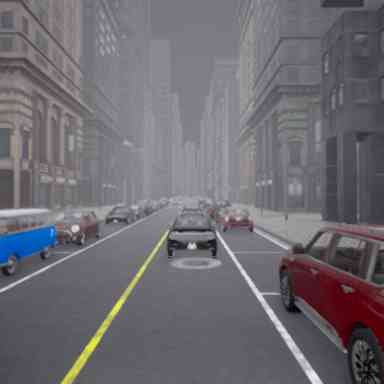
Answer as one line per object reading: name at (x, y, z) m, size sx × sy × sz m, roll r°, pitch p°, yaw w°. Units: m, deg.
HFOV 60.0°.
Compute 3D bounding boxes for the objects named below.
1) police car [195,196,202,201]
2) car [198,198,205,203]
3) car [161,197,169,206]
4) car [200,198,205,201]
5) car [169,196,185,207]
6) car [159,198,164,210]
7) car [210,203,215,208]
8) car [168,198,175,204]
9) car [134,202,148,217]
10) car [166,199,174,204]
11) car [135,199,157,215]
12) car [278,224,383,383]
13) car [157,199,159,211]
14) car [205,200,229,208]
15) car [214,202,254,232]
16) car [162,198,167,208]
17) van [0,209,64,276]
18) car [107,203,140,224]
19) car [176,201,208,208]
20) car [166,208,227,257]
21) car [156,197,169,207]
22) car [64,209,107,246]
police car at (2.356, 2.214, 77.080) m, size 1.930 × 1.638 × 5.238 m, roll 0°, pitch -1°, yaw 0°
car at (2.753, 2.498, 94.663) m, size 1.752 × 1.417 × 4.829 m, roll 0°, pitch -1°, yaw 0°
car at (-5.767, 2.063, 60.875) m, size 1.967 × 1.590 × 4.097 m, roll 0°, pitch -1°, yaw 0°
car at (2.758, 2.110, 55.280) m, size 1.887 × 1.381 × 4.507 m, roll 0°, pitch -1°, yaw 0°
car at (-3.029, 2.021, 65.375) m, size 2.097 × 1.767 × 4.553 m, roll 0°, pitch -1°, yaw 0°
car at (-5.766, 2.059, 49.671) m, size 2.008 × 1.369 × 4.403 m, roll 0°, pitch -1°, yaw 0°
car at (2.762, 1.844, 27.270) m, size 1.947 × 1.339 × 4.313 m, roll 0°, pitch -1°, yaw 0°
car at (-5.772, 2.494, 94.314) m, size 1.752 × 1.417 × 4.829 m, roll 0°, pitch -1°, yaw 0°
car at (-5.764, 1.918, 32.866) m, size 1.802 × 1.307 × 4.206 m, roll 0°, pitch -1°, yaw 0°
car at (-5.772, 2.494, 88.881) m, size 1.802 × 1.307 × 4.206 m, roll 0°, pitch -1°, yaw 0°
car at (-5.763, 1.708, 38.471) m, size 2.192 × 1.841 × 5.009 m, roll 0°, pitch -1°, yaw 0°
car at (2.766, 1.366, 4.865) m, size 2.192 × 1.841 × 5.009 m, roll 0°, pitch -1°, yaw 0°
car at (-5.765, 1.974, 43.901) m, size 1.752 × 1.417 × 4.829 m, roll 0°, pitch -1°, yaw 0°
car at (2.763, 1.651, 32.874) m, size 2.192 × 1.841 × 5.009 m, roll 0°, pitch -1°, yaw 0°
car at (2.764, 1.661, 21.669) m, size 1.967 × 1.590 × 4.097 m, roll 0°, pitch -1°, yaw 0°
car at (-5.767, 2.131, 55.273) m, size 1.947 × 1.339 × 4.313 m, roll 0°, pitch -1°, yaw 0°
van at (-5.760, 1.449, 10.463) m, size 1.690 × 1.788 × 3.998 m, roll 0°, pitch -1°, yaw 0°
car at (-5.763, 1.845, 27.265) m, size 1.947 × 1.339 × 4.313 m, roll 0°, pitch -1°, yaw 0°
car at (0.017, 1.784, 28.512) m, size 2.128 × 1.511 × 4.902 m, roll 0°, pitch 0°, yaw 0°
car at (0.019, 1.631, 13.508) m, size 2.128 × 1.511 × 4.902 m, roll 0°, pitch 0°, yaw 0°
car at (-5.767, 1.995, 66.478) m, size 2.192 × 1.841 × 5.009 m, roll 0°, pitch -1°, yaw 0°
car at (-5.761, 1.605, 16.064) m, size 1.967 × 1.590 × 4.097 m, roll 0°, pitch -1°, yaw 0°
